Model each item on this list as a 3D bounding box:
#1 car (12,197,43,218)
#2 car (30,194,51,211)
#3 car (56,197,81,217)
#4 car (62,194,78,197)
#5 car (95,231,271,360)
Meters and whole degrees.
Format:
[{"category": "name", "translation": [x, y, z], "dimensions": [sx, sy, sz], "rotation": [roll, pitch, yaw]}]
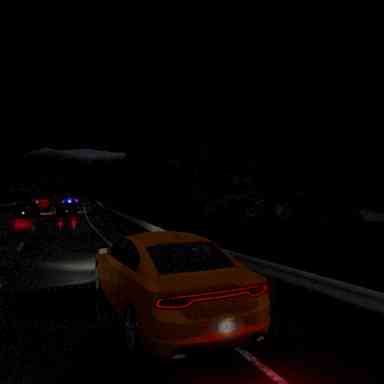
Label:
[{"category": "car", "translation": [-14.962, 1.505, 30.189], "dimensions": [1.837, 1.490, 4.892], "rotation": [0, 0, -19]}, {"category": "car", "translation": [-18.336, 1.221, 40.097], "dimensions": [2.150, 2.045, 5.566], "rotation": [0, 0, -19]}, {"category": "car", "translation": [-11.781, 1.492, 31.566], "dimensions": [2.128, 1.511, 4.902], "rotation": [0, 0, -19]}, {"category": "car", "translation": [-15.165, 1.221, 41.477], "dimensions": [2.150, 2.045, 5.566], "rotation": [0, 0, -18]}, {"category": "car", "translation": [-0.602, 1.478, 6.287], "dimensions": [1.882, 1.535, 5.008], "rotation": [0, 0, -24]}]
